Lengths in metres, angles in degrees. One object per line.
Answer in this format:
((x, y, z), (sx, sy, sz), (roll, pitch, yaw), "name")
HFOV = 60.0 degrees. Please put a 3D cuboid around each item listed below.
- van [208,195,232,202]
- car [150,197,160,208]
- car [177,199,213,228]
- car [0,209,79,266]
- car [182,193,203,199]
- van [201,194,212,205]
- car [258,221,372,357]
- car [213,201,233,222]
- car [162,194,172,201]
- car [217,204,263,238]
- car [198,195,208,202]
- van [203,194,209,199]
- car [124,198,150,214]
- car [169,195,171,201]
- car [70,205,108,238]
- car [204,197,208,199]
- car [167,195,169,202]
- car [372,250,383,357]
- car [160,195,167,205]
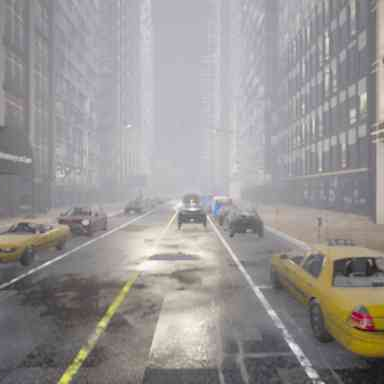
((2.575, 1.320, 28.870), (1.690, 1.788, 3.998), (0, 0, 0), "van")
((-5.874, 1.541, 45.932), (1.802, 1.307, 4.206), (0, 0, 0), "car")
((0.010, 1.481, 22.375), (2.128, 1.511, 4.902), (0, 0, 0), "car")
((-5.735, 1.526, 11.571), (1.752, 1.417, 4.829), (0, 0, 0), "car")
((-0.065, 1.186, 40.972), (2.150, 2.045, 5.566), (0, 0, 0), "car")
((2.460, 1.276, 57.361), (1.690, 1.788, 3.998), (0, 0, 0), "van")
((2.667, 1.523, 6.244), (1.752, 1.417, 4.829), (0, 0, 0), "car")
((2.599, 1.567, 23.171), (1.802, 1.307, 4.206), (0, 0, 0), "car")
((-6.013, 1.332, 80.122), (1.967, 1.590, 4.097), (0, 0, 0), "car")
((2.622, 1.541, 17.474), (2.008, 1.369, 4.403), (0, 0, 0), "car")
((2.390, 1.466, 74.458), (1.947, 1.339, 4.313), (0, 0, 0), "car")
((2.483, 1.286, 51.662), (1.690, 1.788, 3.998), (0, 0, 0), "van")
((-5.828, 1.543, 34.535), (1.947, 1.339, 4.313), (0, 0, 0), "car")
((-5.967, 1.469, 68.725), (2.008, 1.369, 4.403), (0, 0, 0), "car")
((-5.759, 1.437, 17.441), (1.967, 1.590, 4.097), (0, 0, 0), "car")
((2.553, 1.516, 34.568), (1.887, 1.381, 4.507), (0, 0, 0), "car")
((-5.944, 1.512, 63.027), (1.802, 1.307, 4.206), (0, 0, 0), "car")
((2.690, 1.313, 0.376), (2.192, 1.841, 5.009), (0, 0, 0), "car")
((-5.921, 1.485, 57.329), (1.887, 1.381, 4.507), (0, 0, 0), "car")
